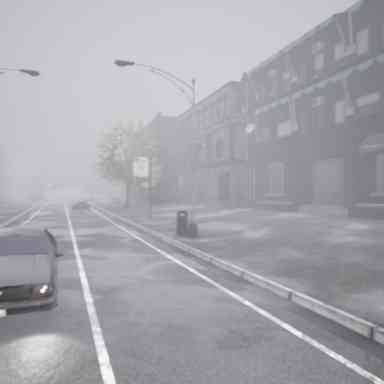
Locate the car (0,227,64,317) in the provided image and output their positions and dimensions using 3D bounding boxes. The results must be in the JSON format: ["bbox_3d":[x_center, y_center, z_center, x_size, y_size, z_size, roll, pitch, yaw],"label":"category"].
[{"bbox_3d":[-4.080,1.556,7.777,2.033,1.411,5.357,0,0,-21],"label":"car"}]

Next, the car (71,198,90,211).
[{"bbox_3d":[-13.585,1.450,40.620,1.812,1.442,4.674,0,0,-21],"label":"car"}]
